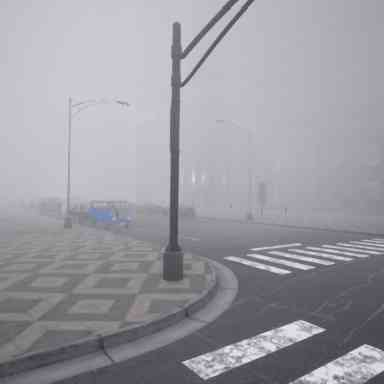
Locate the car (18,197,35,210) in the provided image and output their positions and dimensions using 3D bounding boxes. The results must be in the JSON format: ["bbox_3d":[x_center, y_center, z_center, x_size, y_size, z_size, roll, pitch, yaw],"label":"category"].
[{"bbox_3d":[-21.198,1.681,43.803,1.802,1.307,4.206,1,-1,-35],"label":"car"}]

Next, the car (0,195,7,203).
[{"bbox_3d":[-43.510,1.565,75.393,2.192,1.841,5.009,1,-1,-35],"label":"car"}]

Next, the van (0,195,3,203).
[{"bbox_3d":[-46.698,1.613,79.905,1.690,1.788,3.998,1,-1,-35],"label":"van"}]

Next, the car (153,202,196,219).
[{"bbox_3d":[-1.450,1.710,30.675,1.887,1.381,4.507,1,-1,-35],"label":"car"}]

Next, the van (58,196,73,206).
[{"bbox_3d":[-23.777,1.655,62.258,1.690,1.788,3.998,1,-1,-35],"label":"van"}]

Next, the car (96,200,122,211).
[{"bbox_3d":[-11.117,1.755,44.348,1.752,1.417,4.829,1,-1,-35],"label":"car"}]

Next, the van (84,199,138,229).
[{"bbox_3d":[-5.257,1.336,21.243,1.690,1.788,3.998,1,-1,-35],"label":"van"}]

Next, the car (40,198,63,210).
[{"bbox_3d":[-19.708,1.658,46.504,1.837,1.490,4.892,1,-1,-35],"label":"car"}]

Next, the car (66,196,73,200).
[{"bbox_3d":[-20.587,1.608,57.747,2.192,1.841,5.009,1,-1,-35],"label":"car"}]

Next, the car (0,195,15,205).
[{"bbox_3d":[-37.039,1.731,66.227,1.752,1.417,4.829,1,-1,-35],"label":"car"}]

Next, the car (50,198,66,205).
[{"bbox_3d":[-26.969,1.887,66.768,2.008,1.369,4.403,1,-1,-35],"label":"car"}]

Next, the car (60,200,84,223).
[{"bbox_3d":[-8.447,1.559,25.753,1.887,1.381,4.507,1,-1,-35],"label":"car"}]

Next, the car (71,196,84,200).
[{"bbox_3d":[-17.399,1.816,53.233,1.887,1.381,4.507,1,-1,-35],"label":"car"}]

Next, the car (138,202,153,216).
[{"bbox_3d":[-4.640,1.731,35.186,1.887,1.381,4.507,1,-1,-35],"label":"car"}]

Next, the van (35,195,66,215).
[{"bbox_3d":[-14.820,1.398,34.780,1.690,1.788,3.998,1,-1,-35],"label":"van"}]

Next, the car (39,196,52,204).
[{"bbox_3d":[-33.348,1.819,75.793,1.967,1.590,4.097,1,-1,-35],"label":"car"}]

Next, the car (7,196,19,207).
[{"bbox_3d":[-27.573,1.693,52.828,2.008,1.369,4.403,1,-1,-35],"label":"car"}]

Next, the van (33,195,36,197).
[{"bbox_3d":[-36.536,1.742,80.305,1.690,1.788,3.998,1,-1,-35],"label":"van"}]

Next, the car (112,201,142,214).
[{"bbox_3d":[-7.830,1.752,39.698,1.887,1.381,4.507,1,-1,-35],"label":"car"}]
